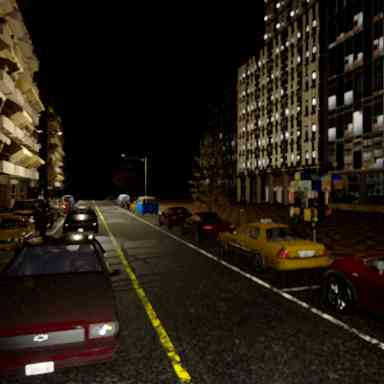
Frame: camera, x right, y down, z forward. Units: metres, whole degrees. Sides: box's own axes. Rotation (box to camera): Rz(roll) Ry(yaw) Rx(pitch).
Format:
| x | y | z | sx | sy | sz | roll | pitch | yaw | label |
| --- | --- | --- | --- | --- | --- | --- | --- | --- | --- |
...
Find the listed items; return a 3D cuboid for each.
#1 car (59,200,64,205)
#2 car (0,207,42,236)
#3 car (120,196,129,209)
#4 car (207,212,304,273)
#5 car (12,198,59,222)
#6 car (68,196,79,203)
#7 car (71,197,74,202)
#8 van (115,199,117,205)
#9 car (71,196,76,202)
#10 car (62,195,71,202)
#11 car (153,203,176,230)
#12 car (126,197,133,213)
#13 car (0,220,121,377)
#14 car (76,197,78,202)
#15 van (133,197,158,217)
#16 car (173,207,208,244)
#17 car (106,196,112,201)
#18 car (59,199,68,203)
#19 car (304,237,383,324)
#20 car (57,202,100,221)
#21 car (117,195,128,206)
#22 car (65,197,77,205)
| x | y | z | sx | sy | sz | roll | pitch | yaw | label |
| --- | --- | --- | --- | --- | --- | --- | --- | --- | --- |
| -10.639 | 1.556 | 23.851 | 2.008 | 1.369 | 4.403 | 0 | 0 | -17 | car |
| -7.311 | 1.526 | 13.133 | 1.752 | 1.417 | 4.829 | 0 | 0 | -17 | car |
| -7.553 | 1.591 | 42.170 | 1.947 | 1.339 | 4.313 | 0 | 0 | -17 | car |
| 2.231 | 1.532 | 10.664 | 1.752 | 1.417 | 4.829 | 0 | 0 | -17 | car |
| -9.002 | 1.318 | 18.572 | 2.192 | 1.841 | 5.009 | 0 | 0 | -17 | car |
| -25.390 | 1.629 | 71.352 | 1.947 | 1.339 | 4.313 | 0 | 0 | -17 | car |
| -15.556 | 1.584 | 39.685 | 1.947 | 1.339 | 4.313 | 0 | 0 | -17 | car |
| -10.833 | 1.379 | 52.726 | 1.690 | 1.788 | 3.998 | 0 | 0 | -17 | van |
| -17.195 | 1.569 | 44.963 | 1.887 | 1.381 | 4.507 | 0 | 0 | -17 | car |
| -13.917 | 1.453 | 34.406 | 1.967 | 1.590 | 4.097 | 0 | 0 | -17 | car |
| -0.997 | 1.592 | 21.057 | 1.802 | 1.307 | 4.206 | 0 | 0 | -17 | car |
| -5.964 | 1.546 | 37.053 | 1.752 | 1.417 | 4.829 | 0 | 0 | -17 | car |
| -2.436 | 1.548 | 6.202 | 2.033 | 1.411 | 5.357 | 0 | 0 | -17 | car |
| -20.473 | 1.620 | 55.518 | 1.802 | 1.307 | 4.206 | 0 | 0 | -17 | car |
| -4.276 | 1.357 | 31.614 | 1.690 | 1.788 | 3.998 | 0 | 0 | -17 | van |
| 0.642 | 1.590 | 15.780 | 1.802 | 1.307 | 4.206 | 0 | 0 | -17 | car |
| -22.305 | 1.645 | 89.672 | 1.887 | 1.381 | 4.507 | 0 | 0 | -17 | car |
| -12.278 | 1.559 | 29.129 | 2.008 | 1.369 | 4.403 | 0 | 0 | -17 | car |
| 3.920 | 1.445 | 5.223 | 1.967 | 1.590 | 4.097 | 0 | 0 | -17 | car |
| -6.435 | 1.552 | 19.400 | 2.033 | 1.411 | 5.357 | 0 | 0 | -17 | car |
| -9.193 | 1.472 | 47.447 | 1.967 | 1.590 | 4.097 | 0 | 0 | -17 | car |
| -22.112 | 1.628 | 60.796 | 1.802 | 1.307 | 4.206 | 0 | 0 | -17 | car |
